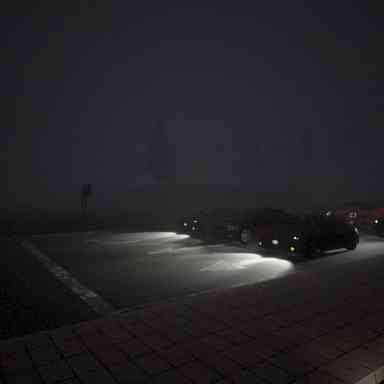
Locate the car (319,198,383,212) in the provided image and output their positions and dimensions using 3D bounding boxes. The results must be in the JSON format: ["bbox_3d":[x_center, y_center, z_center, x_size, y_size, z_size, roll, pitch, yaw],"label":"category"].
[{"bbox_3d":[10.533,1.352,21.241,4.553,1.767,2.097,0,0,-35],"label":"car"}]

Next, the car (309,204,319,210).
[{"bbox_3d":[9.198,1.564,24.567,4.181,1.385,1.994,0,0,-36],"label":"car"}]

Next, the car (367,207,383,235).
[{"bbox_3d":[11.673,1.601,17.768,4.718,1.301,1.895,0,0,-35],"label":"car"}]

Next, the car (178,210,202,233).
[{"bbox_3d":[1.266,1.564,18.989,4.181,1.385,1.994,0,0,-35],"label":"car"}]

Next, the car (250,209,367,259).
[{"bbox_3d":[4.520,1.564,12.721,4.181,1.385,1.994,0,0,-35],"label":"car"}]

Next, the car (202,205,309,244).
[{"bbox_3d":[3.147,1.478,16.034,5.008,1.535,1.882,0,0,-35],"label":"car"}]
